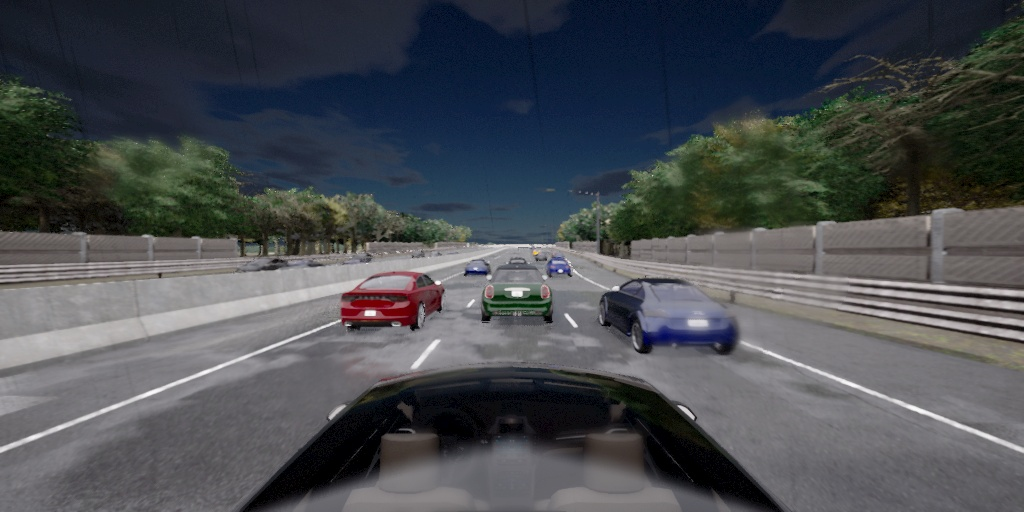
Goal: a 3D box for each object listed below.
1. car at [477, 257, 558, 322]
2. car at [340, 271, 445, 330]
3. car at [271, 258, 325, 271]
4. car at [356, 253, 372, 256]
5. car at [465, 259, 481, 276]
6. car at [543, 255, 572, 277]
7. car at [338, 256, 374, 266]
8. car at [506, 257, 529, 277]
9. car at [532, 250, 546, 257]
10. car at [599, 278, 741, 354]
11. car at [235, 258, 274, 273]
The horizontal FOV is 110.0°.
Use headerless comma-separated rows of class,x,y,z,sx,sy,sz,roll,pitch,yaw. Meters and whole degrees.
car,0.168,1.056,12.182,2.097,1.767,4.553,0,0,1
car,-3.346,1.191,10.991,1.882,1.535,5.008,0,0,0
car,-17.236,1.015,29.573,1.994,1.385,4.181,0,1,1
car,-22.677,0.347,54.616,1.837,1.490,4.892,0,2,-1
car,-2.978,0.958,31.827,1.994,1.385,4.181,0,1,1
car,3.882,0.942,30.480,1.812,1.442,4.674,0,1,1
car,-13.694,0.978,31.164,1.994,1.385,4.181,0,1,2
car,0.507,0.909,31.297,1.837,1.490,4.892,0,1,1
car,5.089,0.099,63.400,1.994,1.385,4.181,0,2,2
car,3.505,1.228,8.758,1.994,1.385,4.181,0,0,0
car,-20.724,0.946,30.150,1.837,1.490,4.892,0,1,2
